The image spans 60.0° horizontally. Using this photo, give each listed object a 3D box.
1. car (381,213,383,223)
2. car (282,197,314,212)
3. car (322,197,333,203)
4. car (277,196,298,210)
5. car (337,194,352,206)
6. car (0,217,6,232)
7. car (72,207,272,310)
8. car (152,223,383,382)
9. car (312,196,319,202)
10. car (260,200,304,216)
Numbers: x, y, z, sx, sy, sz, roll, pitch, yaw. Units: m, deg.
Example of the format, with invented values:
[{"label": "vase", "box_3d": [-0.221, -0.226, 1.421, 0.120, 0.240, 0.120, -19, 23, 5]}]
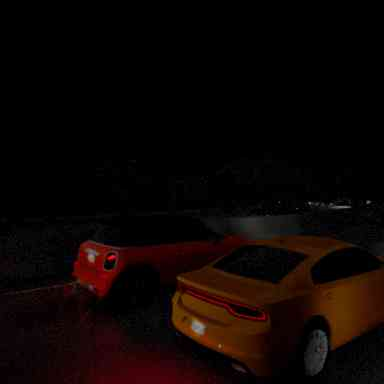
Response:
[{"label": "car", "box_3d": [14.046, 1.578, 22.193, 2.033, 1.411, 5.357, 0, 0, 39]}, {"label": "car", "box_3d": [11.661, 1.590, 36.976, 1.882, 1.535, 5.008, 0, 0, 33]}, {"label": "car", "box_3d": [29.689, 1.756, 73.004, 1.812, 1.442, 4.674, 0, 0, 25]}, {"label": "car", "box_3d": [13.657, 1.522, 47.338, 2.097, 1.767, 4.553, 0, 0, 27]}, {"label": "car", "box_3d": [26.642, 1.385, 58.190, 2.150, 2.045, 5.566, 0, 0, 25]}, {"label": "car", "box_3d": [-11.969, 1.623, 17.097, 4.181, 1.385, 1.994, 0, 0, -37]}, {"label": "car", "box_3d": [-0.404, 1.372, 8.142, 4.553, 1.767, 2.097, 0, 0, -38]}, {"label": "car", "box_3d": [2.006, 1.486, 5.569, 5.008, 1.535, 1.882, 0, 0, -39]}, {"label": "car", "box_3d": [30.708, 1.786, 83.506, 1.837, 1.490, 4.892, 0, 0, 25]}, {"label": "car", "box_3d": [5.704, 1.553, 23.638, 2.128, 1.511, 4.902, 0, 0, 42]}]
